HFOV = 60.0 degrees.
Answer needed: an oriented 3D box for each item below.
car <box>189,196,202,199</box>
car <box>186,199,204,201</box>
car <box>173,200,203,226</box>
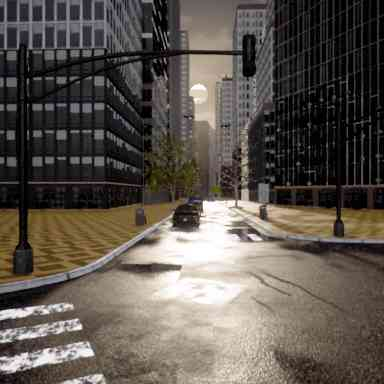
[{"bbox_3d":[0.469,1.547,46.254,2.150,2.045,5.566,0,0,2],"label":"car"},{"bbox_3d":[0.048,1.772,35.602,1.812,1.442,4.674,0,0,2],"label":"car"},{"bbox_3d":[-0.358,1.650,25.391,1.882,1.535,5.008,0,0,2],"label":"car"}]
